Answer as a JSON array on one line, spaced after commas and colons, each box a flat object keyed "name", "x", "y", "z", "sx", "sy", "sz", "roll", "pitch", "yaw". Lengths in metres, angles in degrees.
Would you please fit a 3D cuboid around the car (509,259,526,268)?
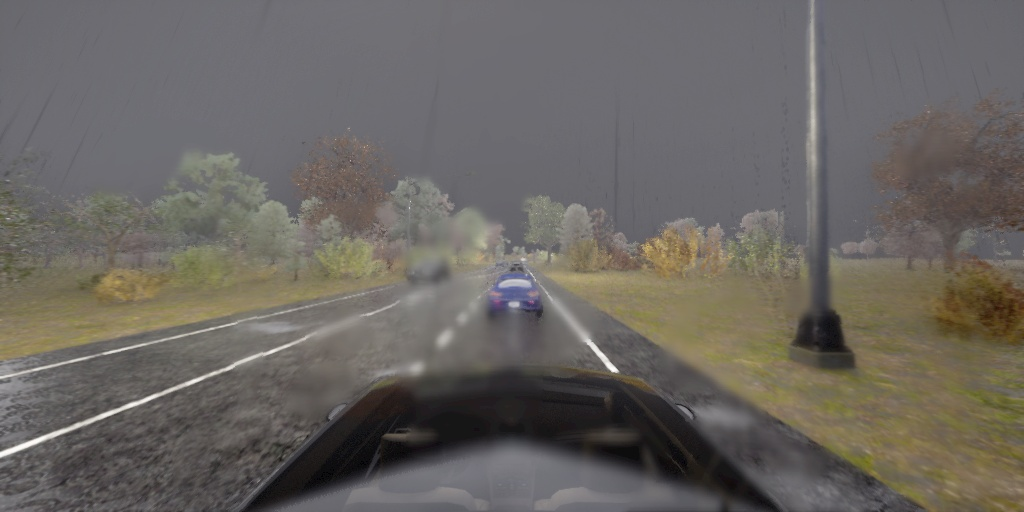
[{"name": "car", "x": 0.683, "y": 1.520, "z": 52.420, "sx": 1.837, "sy": 1.490, "sz": 4.892, "roll": 0, "pitch": 0, "yaw": 1}]

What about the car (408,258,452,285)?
[{"name": "car", "x": -6.318, "y": 1.168, "z": 28.403, "sx": 2.150, "sy": 2.045, "sz": 5.566, "roll": -1, "pitch": 0, "yaw": 5}]

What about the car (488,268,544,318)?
[{"name": "car", "x": 0.138, "y": 1.346, "z": 13.202, "sx": 1.812, "sy": 1.442, "sz": 4.674, "roll": 0, "pitch": 0, "yaw": 1}]
